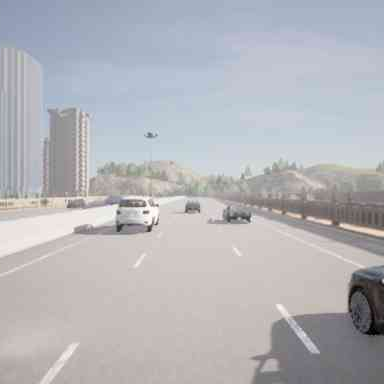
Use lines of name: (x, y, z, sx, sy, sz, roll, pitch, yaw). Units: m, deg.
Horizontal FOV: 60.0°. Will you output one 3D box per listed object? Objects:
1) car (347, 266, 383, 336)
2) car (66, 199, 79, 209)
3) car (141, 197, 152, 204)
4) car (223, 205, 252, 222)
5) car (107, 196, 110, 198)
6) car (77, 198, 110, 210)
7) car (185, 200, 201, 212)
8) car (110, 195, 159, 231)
car: (3.598, 1.513, 3.855, 2.128, 1.511, 4.902, 0, 0, 0)
car: (-17.554, 1.832, 50.694, 1.994, 1.385, 4.181, 0, 0, 0)
car: (-10.490, 1.880, 77.745, 1.882, 1.535, 5.008, 0, 0, 0)
car: (3.603, 1.747, 27.473, 1.895, 1.301, 4.718, 0, 0, 0)
car: (-14.016, 1.539, 60.153, 2.150, 2.045, 5.566, 0, 0, 1)
car: (-10.592, 1.743, 36.931, 2.033, 1.411, 5.357, 0, 0, 0)
car: (0.104, 1.711, 41.413, 2.128, 1.511, 4.902, 0, 0, 0)
car: (-3.398, 1.335, 21.404, 2.150, 2.045, 5.566, 0, 0, 0)
